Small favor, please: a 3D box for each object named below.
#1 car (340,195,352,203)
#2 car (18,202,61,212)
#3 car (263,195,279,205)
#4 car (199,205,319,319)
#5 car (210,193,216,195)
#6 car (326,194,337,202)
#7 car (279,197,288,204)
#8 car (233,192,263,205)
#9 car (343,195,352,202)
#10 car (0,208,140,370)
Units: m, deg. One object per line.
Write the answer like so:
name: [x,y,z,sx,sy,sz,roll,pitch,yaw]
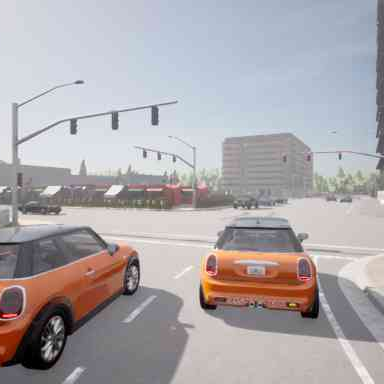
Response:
car: [31.886,1.595,68.980,1.895,1.301,4.718,0,0,27]
car: [-15.694,1.656,34.351,4.718,1.301,1.895,0,0,28]
car: [11.887,1.352,53.336,2.097,1.767,4.553,0,0,27]
car: [1.594,1.352,7.730,2.097,1.767,4.553,0,0,14]
car: [4.794,1.209,86.873,4.605,1.855,1.932,0,0,28]
car: [33.309,1.355,79.361,2.097,1.767,4.553,0,0,27]
car: [16.503,1.601,62.183,1.895,1.301,4.718,0,0,28]
car: [7.304,1.221,44.482,2.150,2.045,5.566,0,0,27]
car: [36.450,1.500,77.816,1.837,1.490,4.892,0,0,27]
car: [-2.517,1.352,6.008,2.097,1.767,4.553,0,0,9]
